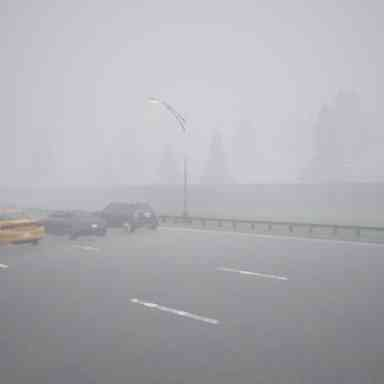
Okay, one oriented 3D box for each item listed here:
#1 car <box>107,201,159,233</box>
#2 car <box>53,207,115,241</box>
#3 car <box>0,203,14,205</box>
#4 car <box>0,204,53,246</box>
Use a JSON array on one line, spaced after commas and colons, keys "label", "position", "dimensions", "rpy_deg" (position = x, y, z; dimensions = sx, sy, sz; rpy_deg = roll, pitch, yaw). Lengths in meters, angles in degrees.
[{"label": "car", "position": [-4.196, 1.363, 19.760], "dimensions": [4.553, 1.767, 2.097], "rpy_deg": [0, 0, 36]}, {"label": "car", "position": [-6.253, 1.570, 16.928], "dimensions": [4.181, 1.385, 1.994], "rpy_deg": [0, 0, 36]}, {"label": "car", "position": [-16.456, 1.614, 28.505], "dimensions": [4.718, 1.301, 1.895], "rpy_deg": [0, 0, 36]}, {"label": "car", "position": [-8.285, 1.482, 14.078], "dimensions": [5.008, 1.535, 1.882], "rpy_deg": [0, 0, 36]}]
